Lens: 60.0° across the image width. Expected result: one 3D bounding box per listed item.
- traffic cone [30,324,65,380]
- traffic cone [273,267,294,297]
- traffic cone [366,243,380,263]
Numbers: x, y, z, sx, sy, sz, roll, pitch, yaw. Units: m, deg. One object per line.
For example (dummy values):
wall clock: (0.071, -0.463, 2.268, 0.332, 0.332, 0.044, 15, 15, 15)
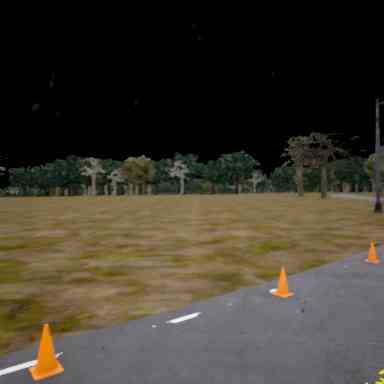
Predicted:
traffic cone: (-1.844, 1.976, 4.226, 0.340, 0.580, 0.340, -1, 0, -37)
traffic cone: (1.983, 1.926, 7.220, 0.340, 0.580, 0.340, -1, 0, -40)
traffic cone: (5.650, 1.878, 10.407, 0.340, 0.580, 0.340, -1, 0, -42)
